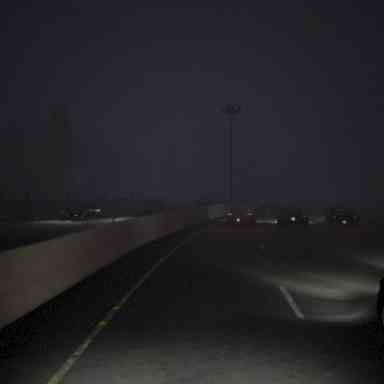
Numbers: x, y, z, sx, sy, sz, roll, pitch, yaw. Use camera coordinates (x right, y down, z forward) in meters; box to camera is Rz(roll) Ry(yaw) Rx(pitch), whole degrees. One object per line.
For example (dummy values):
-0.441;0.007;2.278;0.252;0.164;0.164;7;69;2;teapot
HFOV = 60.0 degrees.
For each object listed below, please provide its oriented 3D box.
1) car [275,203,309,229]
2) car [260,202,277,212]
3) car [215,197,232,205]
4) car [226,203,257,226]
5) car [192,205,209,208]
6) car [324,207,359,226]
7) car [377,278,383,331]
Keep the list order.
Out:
6.973;1.704;23.141;1.994;1.385;4.181;0;0;15;car
9.721;1.837;40.742;1.895;1.301;4.718;0;0;24;car
6.483;1.859;67.618;1.837;1.490;4.892;0;0;25;car
3.712;1.660;24.498;1.812;1.442;4.674;0;0;15;car
1.004;1.686;38.681;2.128;1.511;4.902;0;0;22;car
11.041;1.764;24.820;1.895;1.301;4.718;0;0;17;car
3.808;1.508;3.297;1.882;1.535;5.008;0;0;2;car
